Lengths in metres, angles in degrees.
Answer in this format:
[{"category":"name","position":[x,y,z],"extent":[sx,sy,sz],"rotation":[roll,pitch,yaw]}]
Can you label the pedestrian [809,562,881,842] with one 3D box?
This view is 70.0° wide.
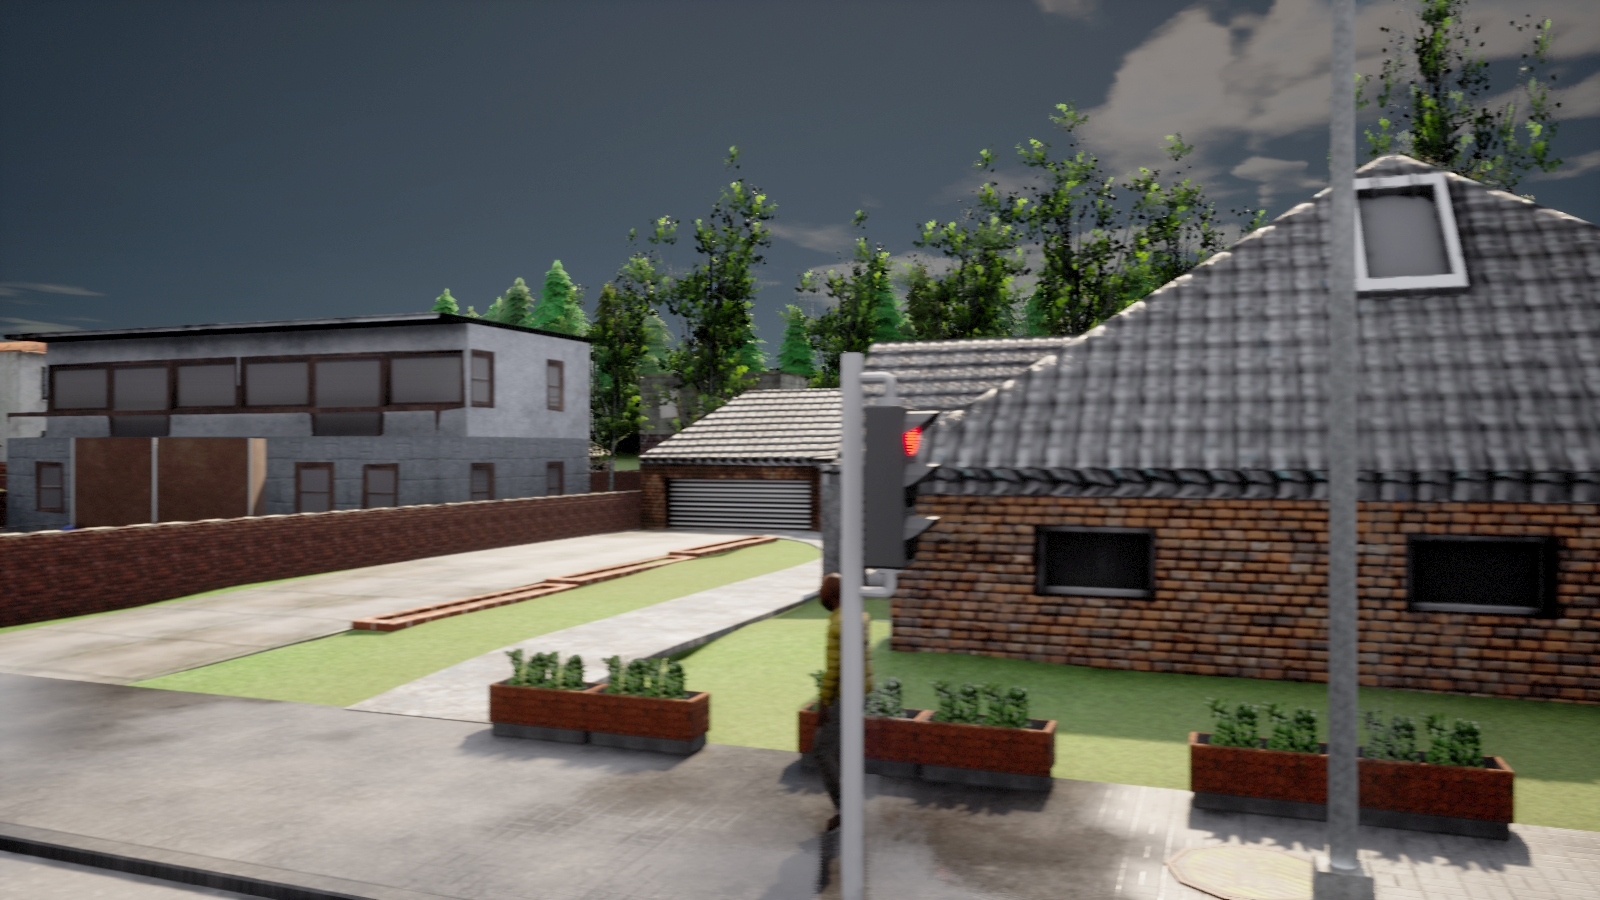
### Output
[{"category":"pedestrian","position":[0.321,1.742,8.035],"extent":[0.375,1.860,0.375],"rotation":[0,0,30]}]
